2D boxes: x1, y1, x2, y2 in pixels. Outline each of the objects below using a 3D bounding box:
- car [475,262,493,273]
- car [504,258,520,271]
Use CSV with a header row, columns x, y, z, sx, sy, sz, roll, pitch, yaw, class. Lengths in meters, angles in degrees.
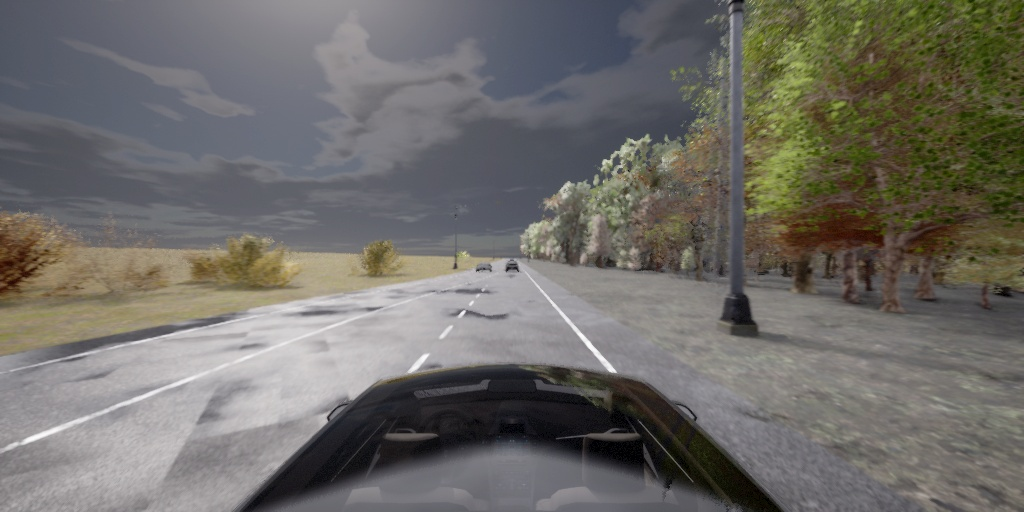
x,y,z,sx,sy,sz,roll,pitch,yaw,class
-3.576,1.421,46.603,1.994,1.385,4.181,0,0,2,car
0.015,1.377,51.048,1.837,1.490,4.892,0,0,0,car
